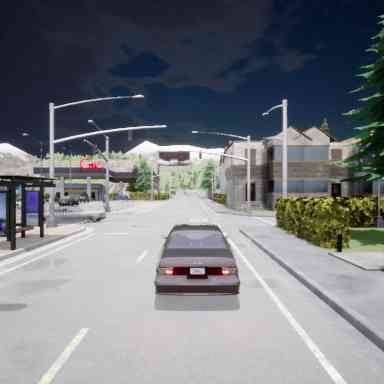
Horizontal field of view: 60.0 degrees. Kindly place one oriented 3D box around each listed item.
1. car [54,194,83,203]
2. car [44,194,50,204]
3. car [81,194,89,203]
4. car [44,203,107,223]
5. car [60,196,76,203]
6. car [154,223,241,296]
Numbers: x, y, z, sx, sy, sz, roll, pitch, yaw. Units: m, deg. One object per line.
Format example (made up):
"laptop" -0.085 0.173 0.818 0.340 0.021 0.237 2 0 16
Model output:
"car" -18.896 1.490 51.033 2.007 1.523 4.514 0 0 0
"car" -25.859 1.289 61.029 1.932 1.855 4.605 0 0 0
"car" -22.590 1.268 68.904 1.905 1.878 3.866 0 0 0
"car" -9.134 1.760 25.910 4.718 1.301 1.895 -1 0 0
"car" -25.916 1.552 69.508 1.970 1.475 3.806 0 0 0
"car" 0.105 1.547 8.828 2.033 1.411 5.357 0 0 0
